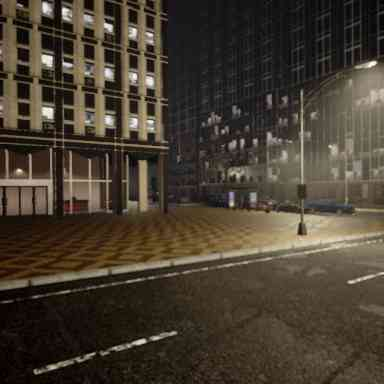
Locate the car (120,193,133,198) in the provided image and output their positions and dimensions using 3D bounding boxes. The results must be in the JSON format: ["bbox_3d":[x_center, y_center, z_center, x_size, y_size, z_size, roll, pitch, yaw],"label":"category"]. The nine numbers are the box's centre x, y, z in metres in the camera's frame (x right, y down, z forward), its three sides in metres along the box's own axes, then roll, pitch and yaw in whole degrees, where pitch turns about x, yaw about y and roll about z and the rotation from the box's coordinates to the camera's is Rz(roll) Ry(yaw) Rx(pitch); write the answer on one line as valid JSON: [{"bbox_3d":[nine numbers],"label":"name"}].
[{"bbox_3d":[-17.982,0.951,91.354,2.008,1.369,4.403,0,1,-34],"label":"car"}]

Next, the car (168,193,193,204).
[{"bbox_3d":[-2.265,1.316,58.344,1.812,1.442,4.674,-1,1,-34],"label":"car"}]

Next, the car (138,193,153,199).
[{"bbox_3d":[-11.544,0.946,81.985,1.967,1.590,4.097,0,1,-34],"label":"car"}]

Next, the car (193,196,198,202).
[{"bbox_3d":[1.333,1.299,63.251,1.802,1.307,4.206,0,1,-34],"label":"car"}]

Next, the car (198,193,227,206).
[{"bbox_3d":[3.528,1.235,49.834,2.097,1.767,4.553,-1,1,-34],"label":"car"}]

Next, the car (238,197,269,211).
[{"bbox_3d":[7.209,1.583,39.708,1.802,1.307,4.206,0,1,-34],"label":"car"}]

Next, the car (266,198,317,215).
[{"bbox_3d":[10.415,1.618,35.011,1.947,1.339,4.313,0,1,-34],"label":"car"}]

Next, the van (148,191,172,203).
[{"bbox_3d":[-5.573,1.137,58.503,1.690,1.788,3.998,0,1,-34],"label":"van"}]

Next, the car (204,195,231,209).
[{"bbox_3d":[4.038,1.516,44.424,1.947,1.339,4.313,0,1,-34],"label":"car"}]

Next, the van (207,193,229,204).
[{"bbox_3d":[4.553,1.110,58.564,1.690,1.788,3.998,0,1,-34],"label":"van"}]

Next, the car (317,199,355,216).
[{"bbox_3d":[14.211,1.529,34.275,1.882,1.535,5.008,-1,1,-34],"label":"car"}]

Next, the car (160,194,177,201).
[{"bbox_3d":[-5.106,1.194,72.619,1.802,1.307,4.206,0,1,-34],"label":"car"}]

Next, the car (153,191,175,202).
[{"bbox_3d":[-5.887,0.881,69.163,2.150,2.045,5.566,-1,1,-34],"label":"car"}]

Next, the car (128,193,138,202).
[{"bbox_3d":[-12.013,1.241,67.873,2.008,1.369,4.403,0,1,-34],"label":"car"}]
